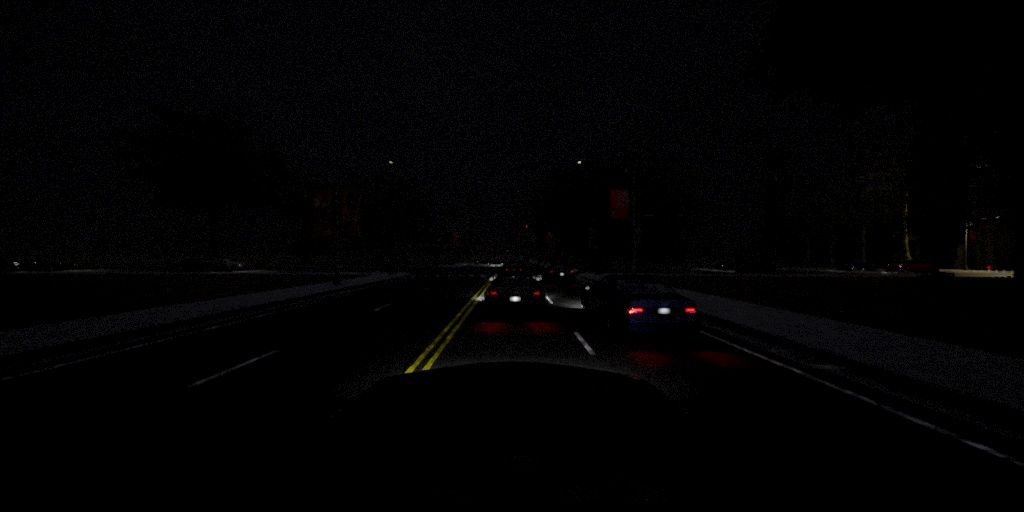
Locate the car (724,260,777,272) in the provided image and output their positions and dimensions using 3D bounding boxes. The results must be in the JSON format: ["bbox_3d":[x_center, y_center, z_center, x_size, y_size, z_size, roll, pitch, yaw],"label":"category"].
[{"bbox_3d":[30.590,1.284,45.731,5.357,1.411,2.033,0,0,0],"label":"car"}]

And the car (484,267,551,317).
[{"bbox_3d":[0.099,1.250,12.811,1.994,1.385,4.181,0,0,0],"label":"car"}]

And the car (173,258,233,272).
[{"bbox_3d":[-33.398,0.994,38.516,4.892,1.490,1.837,0,0,0],"label":"car"}]

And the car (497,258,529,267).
[{"bbox_3d":[0.097,1.135,26.205,1.837,1.490,4.892,0,0,0],"label":"car"}]

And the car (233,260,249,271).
[{"bbox_3d":[-33.287,1.002,41.772,4.674,1.442,1.812,0,0,0],"label":"car"}]

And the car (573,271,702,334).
[{"bbox_3d":[3.350,1.246,10.403,2.033,1.411,5.357,0,0,0],"label":"car"}]

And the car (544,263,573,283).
[{"bbox_3d":[3.349,1.194,26.066,1.994,1.385,4.181,0,0,0],"label":"car"}]

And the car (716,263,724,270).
[{"bbox_3d":[30.531,1.227,48.969,4.892,1.490,1.837,0,0,0],"label":"car"}]
